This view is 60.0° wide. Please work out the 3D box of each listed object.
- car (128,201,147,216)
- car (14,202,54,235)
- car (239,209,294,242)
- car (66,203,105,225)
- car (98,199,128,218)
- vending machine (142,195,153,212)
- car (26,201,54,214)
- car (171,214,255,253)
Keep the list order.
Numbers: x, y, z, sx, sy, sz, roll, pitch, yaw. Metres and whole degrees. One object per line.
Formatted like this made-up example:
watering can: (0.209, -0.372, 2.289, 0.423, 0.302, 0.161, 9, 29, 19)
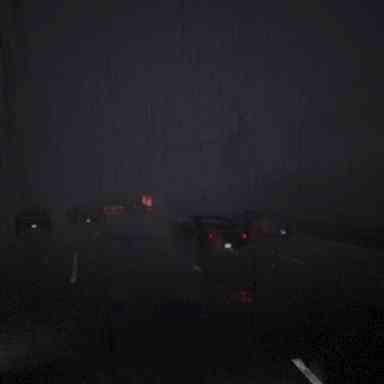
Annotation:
car: (-6.523, 1.672, 35.508, 2.128, 1.511, 4.902, 0, 0, -34)
car: (-9.456, 1.604, 19.895, 2.128, 1.511, 4.902, 0, 0, -25)
car: (3.226, 1.601, 16.860, 1.812, 1.442, 4.674, 0, 0, -20)
car: (-8.362, 1.737, 25.338, 1.895, 1.301, 4.718, 0, 0, -29)
car: (-8.072, 1.517, 31.484, 2.097, 1.767, 4.553, 0, 0, -32)
vending machine: (-5.510, 1.403, 41.340, 1.100, 2.100, 0.880, 0, 0, -37)
car: (-17.811, 1.819, 38.960, 1.895, 1.301, 4.718, 0, 0, -39)
car: (0.555, 1.668, 14.222, 1.895, 1.301, 4.718, 0, 0, -20)
